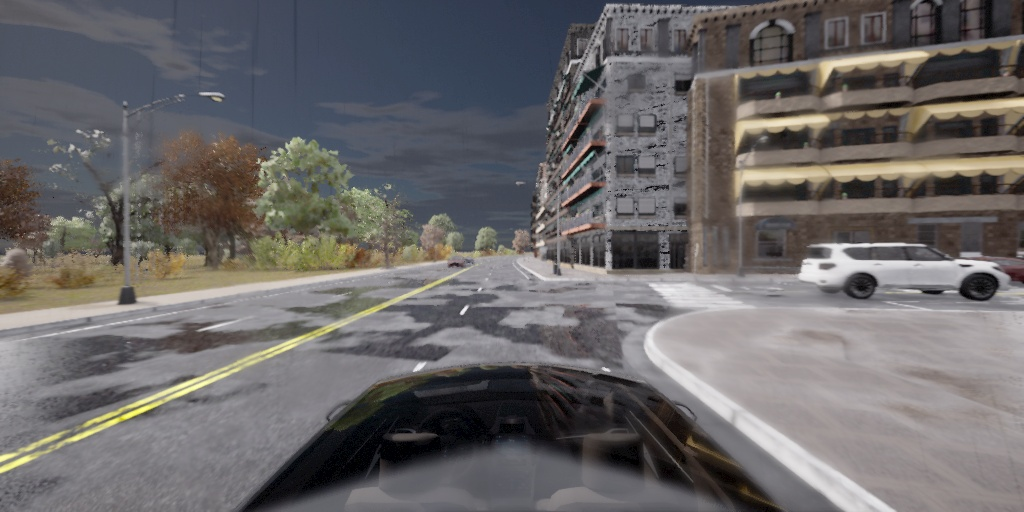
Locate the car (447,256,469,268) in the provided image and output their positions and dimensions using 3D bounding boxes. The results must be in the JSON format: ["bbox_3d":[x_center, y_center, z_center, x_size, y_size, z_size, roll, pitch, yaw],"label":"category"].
[{"bbox_3d":[-7.530,0.752,48.940,2.097,1.767,4.553,0,0,-1],"label":"car"}]

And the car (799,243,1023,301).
[{"bbox_3d":[14.348,0.516,13.535,5.566,2.045,2.150,-1,0,15],"label":"car"}]
